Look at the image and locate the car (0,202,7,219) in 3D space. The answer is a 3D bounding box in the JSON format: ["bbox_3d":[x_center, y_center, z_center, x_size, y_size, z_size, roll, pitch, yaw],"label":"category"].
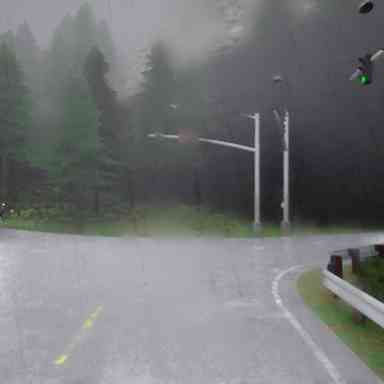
[{"bbox_3d":[-14.890,0.955,22.219,4.553,1.767,2.097,2,13,-5],"label":"car"}]
